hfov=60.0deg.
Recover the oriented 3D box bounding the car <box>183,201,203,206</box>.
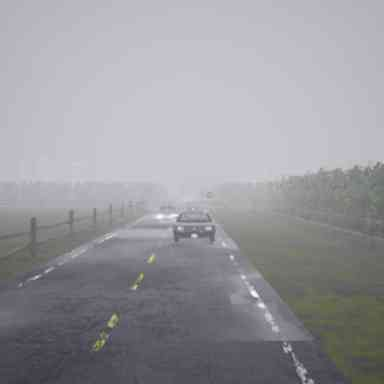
[{"bbox_3d":[0.112,1.571,32.058,2.033,1.411,5.357,0,0,0],"label":"car"}]

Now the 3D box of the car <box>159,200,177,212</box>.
[{"bbox_3d":[-2.733,1.633,39.077,1.895,1.301,4.718,0,0,0],"label":"car"}]

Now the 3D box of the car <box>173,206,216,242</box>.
[{"bbox_3d":[0.107,1.616,16.588,1.895,1.301,4.718,0,0,0],"label":"car"}]
